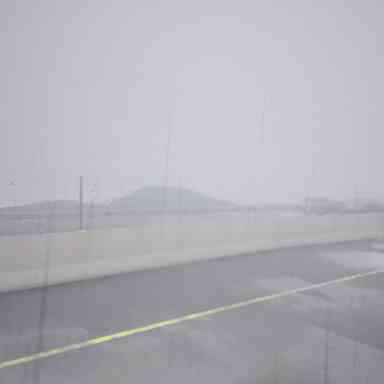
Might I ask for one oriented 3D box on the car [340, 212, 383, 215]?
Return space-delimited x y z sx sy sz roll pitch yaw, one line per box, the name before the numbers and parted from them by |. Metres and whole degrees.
car | 15.065 1.516 28.894 4.674 1.442 1.812 0 0 -26
